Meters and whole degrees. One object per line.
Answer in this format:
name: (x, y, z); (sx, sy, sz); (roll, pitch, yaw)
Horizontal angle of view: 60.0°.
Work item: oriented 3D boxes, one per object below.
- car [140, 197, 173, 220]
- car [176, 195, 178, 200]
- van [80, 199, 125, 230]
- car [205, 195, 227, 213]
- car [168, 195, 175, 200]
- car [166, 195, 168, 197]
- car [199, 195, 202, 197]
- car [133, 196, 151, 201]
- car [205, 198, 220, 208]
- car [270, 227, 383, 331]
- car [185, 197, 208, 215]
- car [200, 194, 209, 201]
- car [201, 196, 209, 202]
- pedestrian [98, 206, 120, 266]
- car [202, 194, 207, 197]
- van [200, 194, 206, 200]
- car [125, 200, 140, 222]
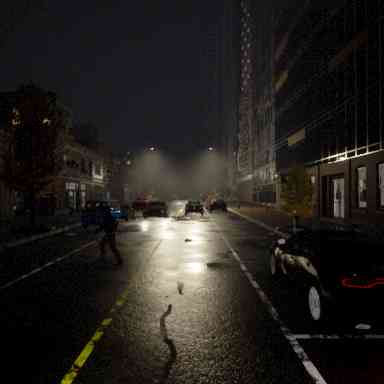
car: (-2.985, 1.488, 28.659); (1.882, 1.535, 5.008); (0, 0, 0)
car: (-5.293, 1.610, 94.123); (1.947, 1.339, 4.313); (1, 0, 0)
van: (-5.590, 1.349, 20.752); (1.690, 1.788, 3.998); (1, 0, 0)
car: (2.857, 1.454, 37.594); (1.967, 1.590, 4.097); (1, 0, 0)
car: (-5.383, 1.471, 71.547); (1.967, 1.590, 4.097); (1, 0, 0)
car: (-5.455, 1.566, 54.615); (1.887, 1.381, 4.507); (1, 0, 0)
car: (0.244, 1.522, 45.704); (1.837, 1.490, 4.892); (0, 0, 1)
car: (-5.520, 1.329, 37.684); (2.192, 1.841, 5.009); (1, 0, 0)
car: (2.902, 1.585, 48.881); (1.947, 1.339, 4.313); (1, 0, 0)
car: (3.030, 1.480, 7.105); (1.882, 1.535, 5.008); (0, 0, 0)
car: (0.226, 1.560, 33.815); (2.033, 1.411, 5.357); (0, 0, 0)
car: (3.053, 1.353, 82.745); (2.192, 1.841, 5.009); (1, 0, 0)
car: (3.021, 1.616, 77.101); (1.802, 1.307, 4.206); (1, 0, 0)
pedestrian: (-2.527, 1.297, 10.145); (0.375, 1.860, 0.375); (1, -1, 0)
car: (2.882, 1.331, 43.238); (2.192, 1.841, 5.009); (1, 0, 0)
van: (3.061, 1.385, 94.034); (1.690, 1.788, 3.998); (1, 0, 0)
car: (-5.571, 1.592, 26.396); (1.802, 1.307, 4.206); (1, 0, 0)
